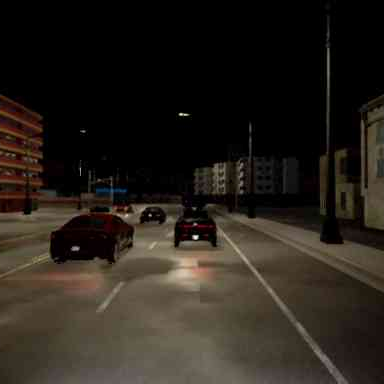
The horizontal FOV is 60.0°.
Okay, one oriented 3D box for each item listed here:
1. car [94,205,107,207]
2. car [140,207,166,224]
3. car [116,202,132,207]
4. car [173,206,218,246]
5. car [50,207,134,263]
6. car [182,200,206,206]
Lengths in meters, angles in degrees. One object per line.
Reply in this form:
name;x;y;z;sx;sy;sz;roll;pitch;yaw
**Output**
car;-13.895;2.645;50.073;1.895;1.301;4.718;0;-2;1
car;-3.297;1.983;28.822;2.033;1.411;5.357;0;-2;0
car;-10.391;2.409;50.475;2.097;1.767;4.553;0;-1;1
car;0.154;1.600;15.750;1.837;1.490;4.892;0;-1;0
car;-3.360;1.515;12.087;1.882;1.535;5.008;0;-1;0
car;0.220;1.798;33.594;2.150;2.045;5.566;0;-2;0
